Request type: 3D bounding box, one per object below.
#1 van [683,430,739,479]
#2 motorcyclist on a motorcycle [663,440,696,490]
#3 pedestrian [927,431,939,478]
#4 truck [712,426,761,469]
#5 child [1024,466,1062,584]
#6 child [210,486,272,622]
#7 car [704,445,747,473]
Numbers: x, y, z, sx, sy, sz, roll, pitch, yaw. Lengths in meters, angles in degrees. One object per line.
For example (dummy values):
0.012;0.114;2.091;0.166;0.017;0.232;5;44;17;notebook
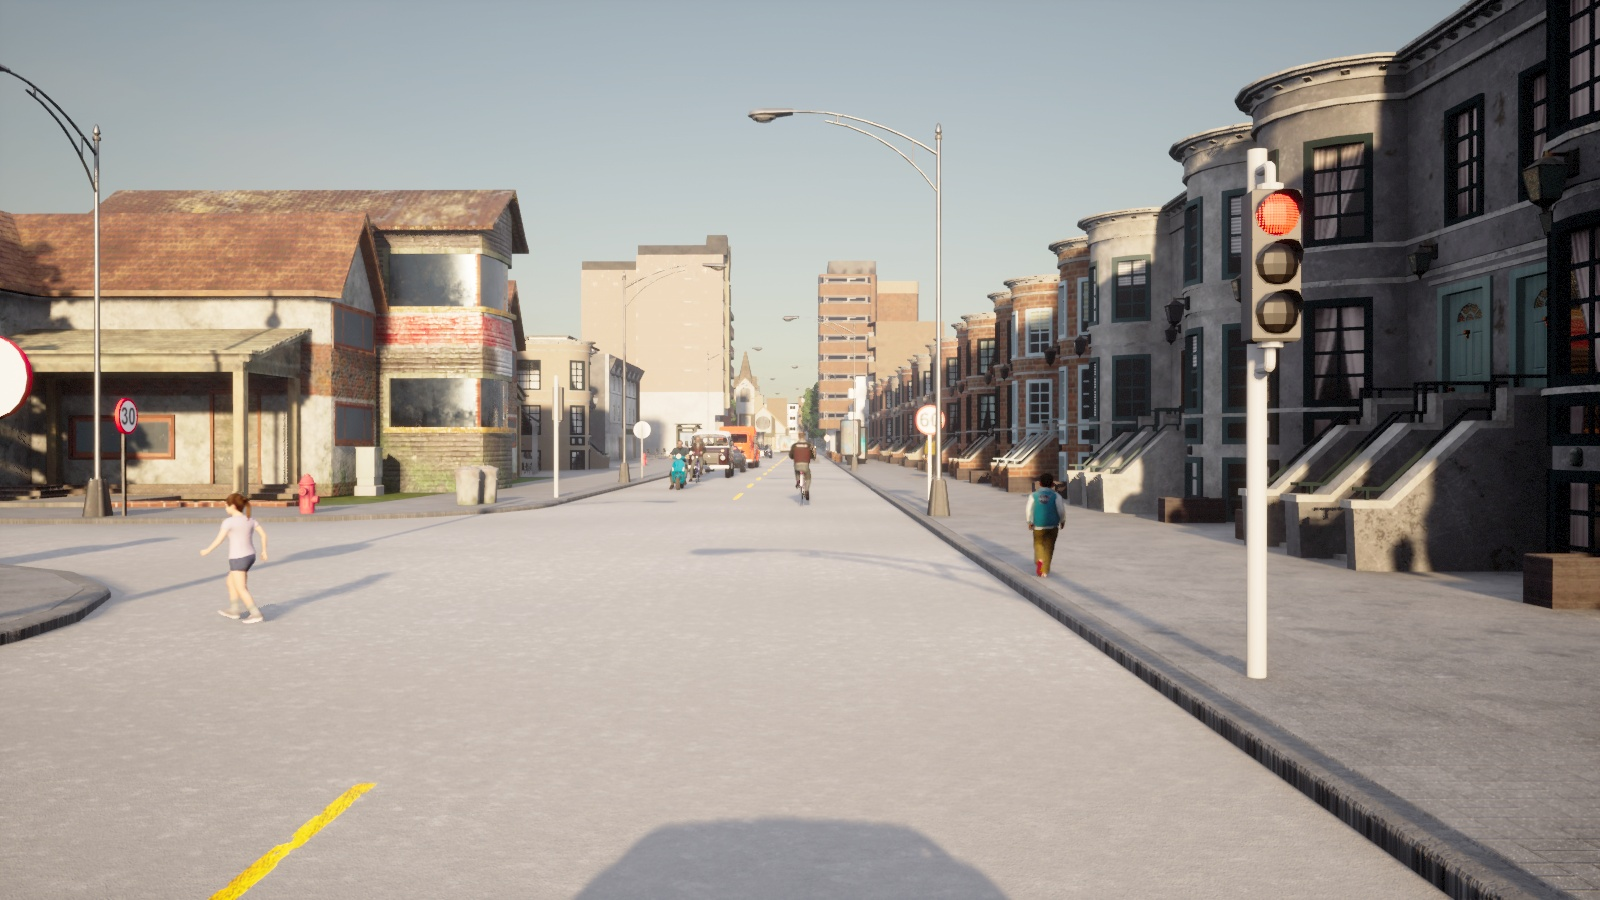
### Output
-3.807;0.160;54.387;2.069;2.038;4.480;0;0;0;van
-3.856;0.469;40.343;0.866;1.590;1.817;0;0;0;motorcyclist on a motorcycle
5.225;0.176;49.491;0.431;1.840;0.709;0;0;3;pedestrian
-3.732;-0.164;74.552;2.627;2.467;5.204;0;0;0;truck
2.523;0.765;13.028;0.343;1.192;0.448;0;0;16;child
-4.673;0.862;10.506;0.394;1.110;0.255;0;0;12;child
-3.775;0.444;64.332;1.994;1.385;4.181;0;0;0;car
